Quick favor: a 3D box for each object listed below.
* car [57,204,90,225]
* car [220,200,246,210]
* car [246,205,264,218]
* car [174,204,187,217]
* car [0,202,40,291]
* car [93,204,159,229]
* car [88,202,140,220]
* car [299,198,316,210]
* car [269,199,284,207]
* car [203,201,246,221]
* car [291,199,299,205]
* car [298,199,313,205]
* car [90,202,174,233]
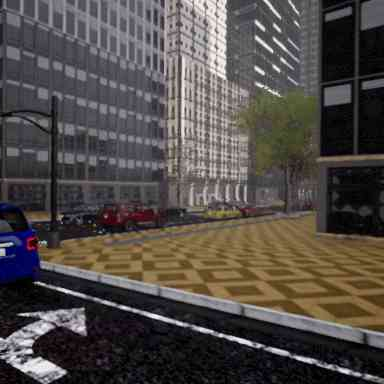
[{"bbox_3d":[-8.121,1.708,26.149,2.128,1.511,4.902,1,0,36],"label":"car"},{"bbox_3d":[6.189,1.988,49.859,1.947,1.339,4.313,0,0,37],"label":"car"},{"bbox_3d":[6.222,2.007,35.816,1.802,1.307,4.206,0,0,37],"label":"car"},{"bbox_3d":[-2.659,1.897,33.536,1.895,1.301,4.718,1,0,36],"label":"car"},{"bbox_3d":[-5.856,1.259,7.856,5.566,2.045,2.150,0,0,36],"label":"car"},{"bbox_3d":[-4.877,1.769,25.261,1.837,1.490,4.892,1,0,37],"label":"car"},{"bbox_3d":[-7.327,1.753,31.593,1.752,1.417,4.829,0,0,37],"label":"car"},{"bbox_3d":[19.643,1.930,53.953,2.192,1.841,5.009,0,0,37],"label":"car"},{"bbox_3d":[16.149,2.086,63.319,1.752,1.417,4.829,0,0,37],"label":"car"},{"bbox_3d":[2.969,1.904,31.418,1.752,1.417,4.829,0,0,37],"label":"car"},{"bbox_3d":[22.956,2.235,72.519,1.802,1.307,4.206,0,0,37],"label":"car"},{"bbox_3d":[26.310,2.250,77.052,2.008,1.369,4.403,0,0,37],"label":"car"},{"bbox_3d":[-3.840,1.594,22.215,2.192,1.841,5.009,0,0,37],"label":"car"}]
